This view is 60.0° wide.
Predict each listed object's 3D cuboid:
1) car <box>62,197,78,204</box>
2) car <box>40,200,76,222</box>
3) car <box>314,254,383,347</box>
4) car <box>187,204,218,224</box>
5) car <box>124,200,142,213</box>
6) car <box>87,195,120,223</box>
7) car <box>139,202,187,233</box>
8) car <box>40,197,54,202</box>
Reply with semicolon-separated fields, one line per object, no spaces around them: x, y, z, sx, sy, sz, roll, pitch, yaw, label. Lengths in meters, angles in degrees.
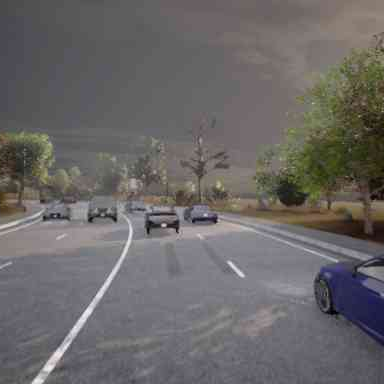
-23.636;1.670;63.974;2.033;1.411;5.357;0;0;-35;car
-10.786;1.622;26.947;1.994;1.385;4.181;0;0;-15;car
3.358;1.521;4.593;1.812;1.442;4.674;0;0;-2;car
0.547;1.599;25.444;1.994;1.385;4.181;0;0;-12;car
-6.480;1.614;37.684;2.033;1.411;5.357;0;0;-19;car
-7.003;1.273;26.371;2.150;2.045;5.566;0;0;-14;car
-1.864;1.523;19.751;2.128;1.511;4.902;0;0;-9;car
-27.665;1.637;63.580;2.033;1.411;5.357;0;0;-35;car
